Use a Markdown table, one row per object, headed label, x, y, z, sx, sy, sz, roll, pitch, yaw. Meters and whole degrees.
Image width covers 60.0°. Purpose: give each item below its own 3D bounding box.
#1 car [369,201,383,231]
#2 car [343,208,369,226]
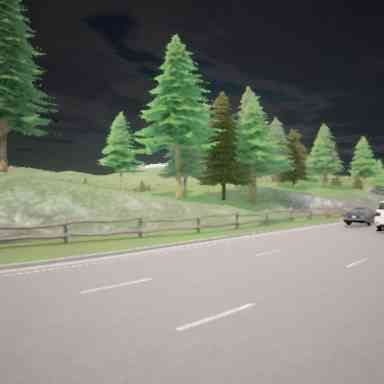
| label | x | y | z | sx | sy | sz | roll | pitch | yaw |
| --- | --- | --- | --- | --- | --- | --- | --- | --- | --- |
| car | 14.199 | 1.571 | 22.475 | 2.150 | 2.045 | 5.566 | -2 | -2 | 45 |
| car | 14.315 | 2.019 | 27.554 | 2.033 | 1.411 | 5.357 | -2 | -2 | 45 |
